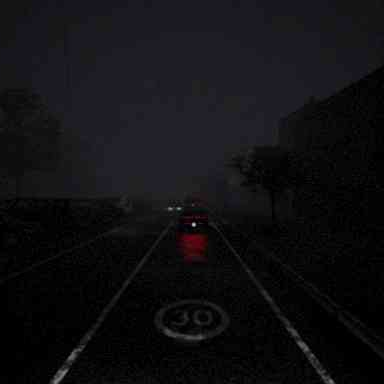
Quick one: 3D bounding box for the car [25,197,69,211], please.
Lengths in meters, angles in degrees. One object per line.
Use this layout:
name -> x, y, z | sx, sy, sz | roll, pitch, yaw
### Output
car -> -21.920, 1.739, 50.538 | 5.566, 2.045, 2.435 | 0, -1, 0

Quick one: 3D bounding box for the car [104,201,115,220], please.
car -> -8.837, 1.675, 25.690 | 4.892, 1.521, 2.231 | 0, -1, 0

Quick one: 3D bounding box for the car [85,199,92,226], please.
car -> -8.808, 1.483, 20.084 | 4.553, 1.767, 2.185 | 0, -1, 0

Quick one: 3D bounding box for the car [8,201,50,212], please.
car -> -21.940, 1.949, 44.965 | 4.674, 1.452, 2.002 | 0, -1, 0

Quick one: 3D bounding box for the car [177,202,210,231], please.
car -> 0.106, 1.674, 22.033 | 1.837, 1.490, 4.892 | 0, 0, 0

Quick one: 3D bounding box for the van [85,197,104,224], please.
van -> -8.725, 1.416, 22.889 | 4.442, 1.987, 1.878 | 0, -1, 0

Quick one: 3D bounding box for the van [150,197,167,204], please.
van -> -9.029, 2.354, 90.159 | 4.442, 1.987, 1.878 | 0, -1, 0

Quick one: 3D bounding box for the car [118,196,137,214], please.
car -> -8.879, 1.521, 34.103 | 5.566, 2.045, 2.435 | 0, -1, 0

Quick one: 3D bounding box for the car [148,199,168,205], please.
car -> -8.903, 2.539, 87.353 | 4.892, 1.521, 2.231 | 0, -1, 0

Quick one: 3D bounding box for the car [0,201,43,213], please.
car -> -21.934, 1.874, 42.305 | 5.008, 1.535, 2.097 | 0, -1, 0

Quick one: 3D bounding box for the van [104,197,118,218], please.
van -> -8.961, 1.481, 28.495 | 4.442, 1.987, 1.878 | 0, -1, 0

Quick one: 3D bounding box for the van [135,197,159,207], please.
van -> -8.768, 1.979, 64.932 | 4.442, 1.987, 1.878 | 0, -1, 0

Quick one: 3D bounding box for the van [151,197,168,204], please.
van -> -9.032, 2.396, 92.962 | 4.442, 1.987, 1.878 | 0, -1, 0

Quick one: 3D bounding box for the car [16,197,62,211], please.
car -> -21.917, 1.699, 47.877 | 5.566, 2.045, 2.435 | 0, -1, 0

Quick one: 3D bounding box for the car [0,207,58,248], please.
car -> -8.847, 1.552, 14.477 | 4.892, 1.521, 2.231 | 0, -1, 0

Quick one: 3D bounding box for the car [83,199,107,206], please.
car -> -21.982, 2.367, 75.755 | 4.892, 1.521, 2.231 | 0, -1, 0

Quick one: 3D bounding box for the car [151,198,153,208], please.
car -> -8.898, 2.026, 50.914 | 4.792, 1.488, 2.163 | 0, -1, 0

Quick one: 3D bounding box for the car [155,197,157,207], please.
car -> -8.846, 2.109, 56.520 | 4.792, 1.488, 2.163 | 0, -1, 0

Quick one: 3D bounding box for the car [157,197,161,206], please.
car -> -8.876, 2.163, 62.126 | 5.008, 1.535, 2.097 | 0, -1, 0

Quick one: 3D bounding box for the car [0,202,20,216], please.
car -> -21.962, 1.832, 36.735 | 4.792, 1.488, 2.163 | 0, -1, 0

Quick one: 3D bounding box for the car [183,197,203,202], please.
car -> 0.109, 1.606, 40.486 | 2.150, 2.045, 5.566 | 0, -1, 0

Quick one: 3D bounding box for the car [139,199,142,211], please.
car -> -8.828, 1.869, 39.704 | 4.792, 1.488, 2.163 | 0, -1, 0

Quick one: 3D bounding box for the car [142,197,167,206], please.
car -> -8.872, 2.162, 78.948 | 5.566, 2.045, 2.435 | 0, -1, 0

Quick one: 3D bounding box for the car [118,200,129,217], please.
car -> -8.842, 1.739, 31.296 | 5.008, 1.535, 2.097 | 0, -1, 0

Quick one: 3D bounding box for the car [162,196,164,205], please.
car -> -8.860, 2.162, 70.537 | 4.553, 1.767, 2.185 | 0, -1, 0

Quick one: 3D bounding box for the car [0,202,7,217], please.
car -> -21.901, 1.800, 33.951 | 4.792, 1.488, 2.163 | 0, -1, 0

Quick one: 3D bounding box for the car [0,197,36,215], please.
car -> -21.908, 1.586, 39.522 | 5.566, 2.045, 2.435 | 0, -1, 0

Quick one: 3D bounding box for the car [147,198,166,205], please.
car -> -8.938, 2.371, 84.552 | 4.553, 1.767, 2.185 | 0, -1, 0

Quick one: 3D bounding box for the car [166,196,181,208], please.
car -> -3.248, 1.934, 63.526 | 2.150, 2.045, 5.566 | 0, -1, 0

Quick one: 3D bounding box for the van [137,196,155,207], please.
van -> -8.756, 1.812, 53.721 | 4.442, 1.987, 1.878 | 0, -1, 0

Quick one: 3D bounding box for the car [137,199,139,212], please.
car -> -8.849, 1.806, 36.907 | 4.892, 1.521, 2.231 | 0, -1, 0

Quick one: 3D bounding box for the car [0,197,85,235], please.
car -> -8.868, 1.328, 17.284 | 5.566, 2.045, 2.435 | 0, -1, 0

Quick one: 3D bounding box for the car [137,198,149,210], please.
car -> -8.858, 1.914, 45.312 | 5.008, 1.535, 2.097 | 0, -1, 0

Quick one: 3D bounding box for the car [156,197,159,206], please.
car -> -8.849, 2.151, 59.323 | 4.792, 1.488, 2.163 | 0, -1, 0

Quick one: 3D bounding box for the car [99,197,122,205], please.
car -> -22.021, 2.321, 89.637 | 5.566, 2.045, 2.435 | 0, -1, 0

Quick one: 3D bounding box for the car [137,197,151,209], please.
car -> -9.052, 1.951, 48.111 | 5.366, 1.575, 1.946 | 0, -1, 0
